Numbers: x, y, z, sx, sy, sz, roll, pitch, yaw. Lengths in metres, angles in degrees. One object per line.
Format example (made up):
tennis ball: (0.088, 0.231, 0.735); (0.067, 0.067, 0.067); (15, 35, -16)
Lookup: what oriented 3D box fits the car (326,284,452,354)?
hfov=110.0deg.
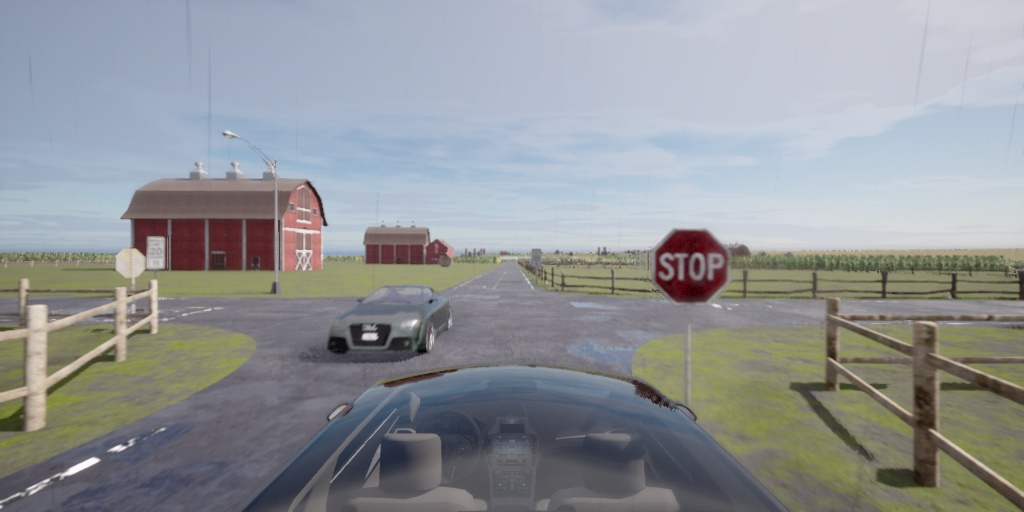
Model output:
car: (-2.723, 1.409, 8.879); (1.994, 1.385, 4.181); (0, -1, 0)
